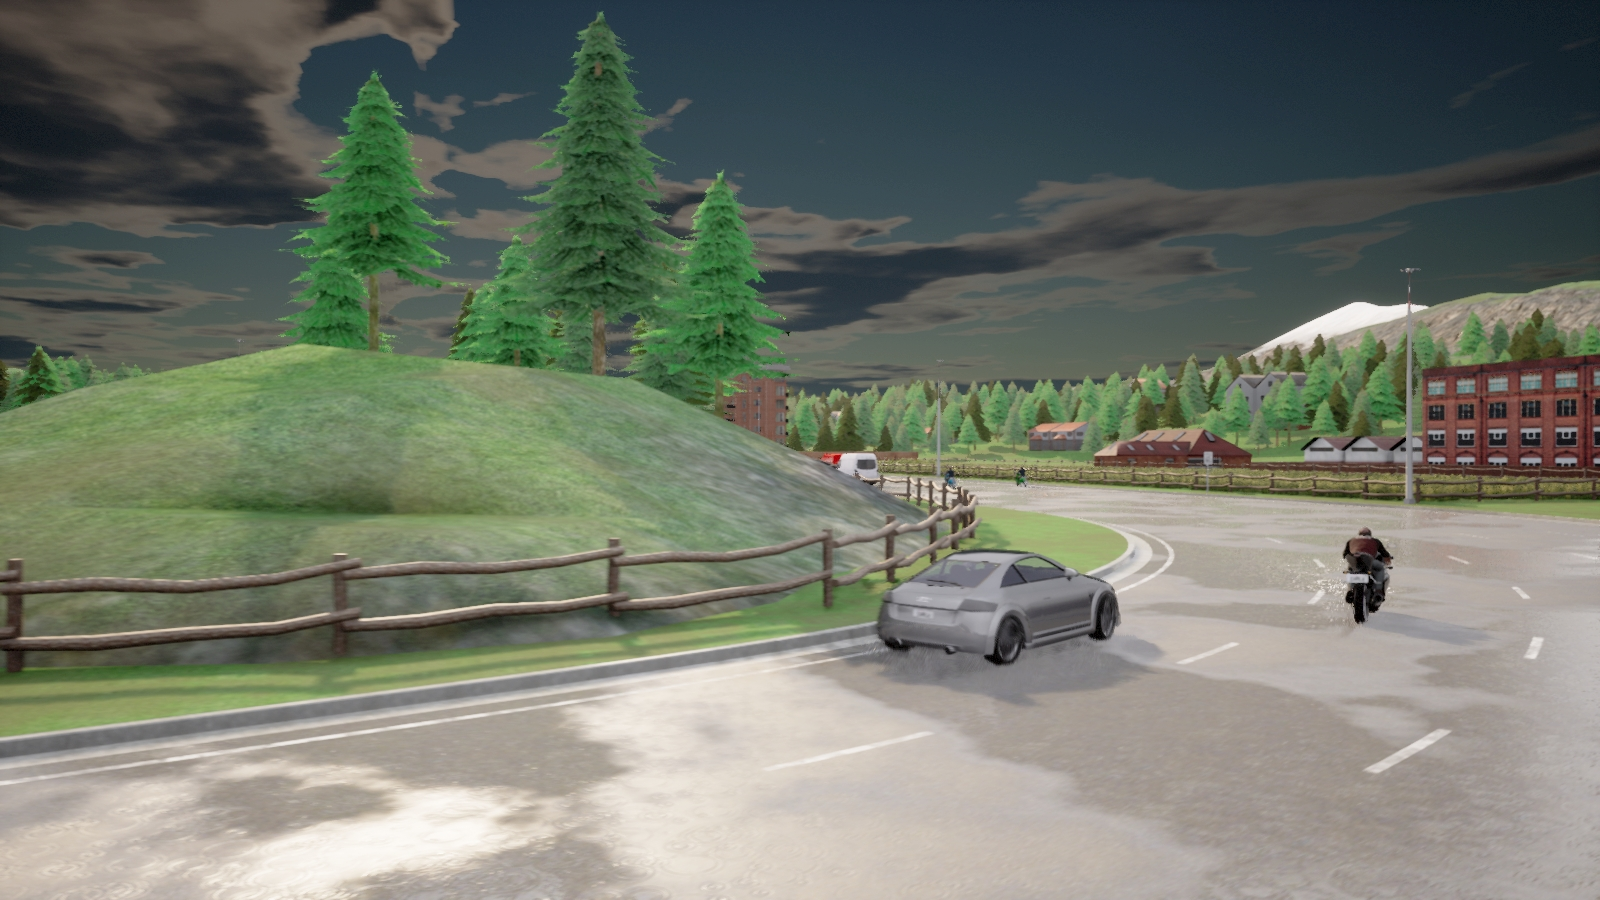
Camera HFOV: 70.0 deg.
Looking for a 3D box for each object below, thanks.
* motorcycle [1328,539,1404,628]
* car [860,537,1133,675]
[{"bbox_3d":[9.593,2.211,19.318,0.867,1.251,2.209,-2,-1,33],"label":"motorcycle"},{"bbox_3d":[2.951,2.123,16.521,1.994,1.385,4.181,0,0,41],"label":"car"}]
